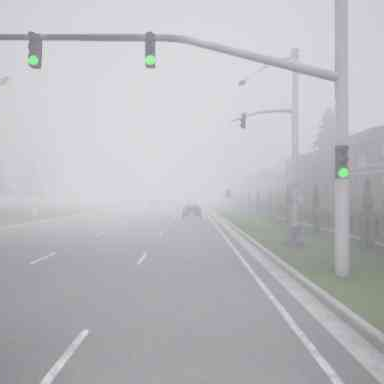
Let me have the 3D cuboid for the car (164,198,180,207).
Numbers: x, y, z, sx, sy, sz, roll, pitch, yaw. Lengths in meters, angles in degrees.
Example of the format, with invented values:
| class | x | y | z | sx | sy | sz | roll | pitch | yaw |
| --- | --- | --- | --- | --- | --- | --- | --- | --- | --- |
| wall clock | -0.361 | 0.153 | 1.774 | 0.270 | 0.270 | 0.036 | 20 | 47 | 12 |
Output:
| class | x | y | z | sx | sy | sz | roll | pitch | yaw |
| --- | --- | --- | --- | --- | --- | --- | --- | --- | --- |
| car | -3.516 | 1.984 | 62.270 | 2.128 | 1.511 | 4.902 | 0 | 0 | 0 |

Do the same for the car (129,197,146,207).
| class | x | y | z | sx | sy | sz | roll | pitch | yaw |
| --- | --- | --- | --- | --- | --- | --- | --- | --- | --- |
| car | -10.516 | 2.060 | 62.651 | 1.994 | 1.385 | 4.181 | 0 | 0 | 0 |

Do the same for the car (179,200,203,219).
| class | x | y | z | sx | sy | sz | roll | pitch | yaw |
| --- | --- | --- | --- | --- | --- | --- | --- | --- | --- |
| car | -0.008 | 1.755 | 31.659 | 1.837 | 1.490 | 4.892 | 0 | 0 | 0 |

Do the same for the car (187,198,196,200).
| class | x | y | z | sx | sy | sz | roll | pitch | yaw |
| --- | --- | --- | --- | --- | --- | --- | --- | --- | --- |
| car | -0.016 | 2.040 | 62.270 | 2.033 | 1.411 | 5.357 | 0 | 0 | 0 |

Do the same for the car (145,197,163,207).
| class | x | y | z | sx | sy | sz | roll | pitch | yaw |
| --- | --- | --- | --- | --- | --- | --- | --- | --- | --- |
| car | -7.016 | 1.970 | 62.269 | 1.882 | 1.535 | 5.008 | 0 | 0 | 0 |

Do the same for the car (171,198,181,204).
| class | x | y | z | sx | sy | sz | roll | pitch | yaw |
| --- | --- | --- | --- | --- | --- | --- | --- | --- | --- |
| car | -3.518 | 2.003 | 72.720 | 1.895 | 1.301 | 4.718 | 0 | 0 | 0 |

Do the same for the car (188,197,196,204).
| class | x | y | z | sx | sy | sz | roll | pitch | yaw |
| --- | --- | --- | --- | --- | --- | --- | --- | --- | --- |
| car | -0.018 | 1.932 | 72.691 | 1.812 | 1.442 | 4.674 | 0 | 0 | 0 |
